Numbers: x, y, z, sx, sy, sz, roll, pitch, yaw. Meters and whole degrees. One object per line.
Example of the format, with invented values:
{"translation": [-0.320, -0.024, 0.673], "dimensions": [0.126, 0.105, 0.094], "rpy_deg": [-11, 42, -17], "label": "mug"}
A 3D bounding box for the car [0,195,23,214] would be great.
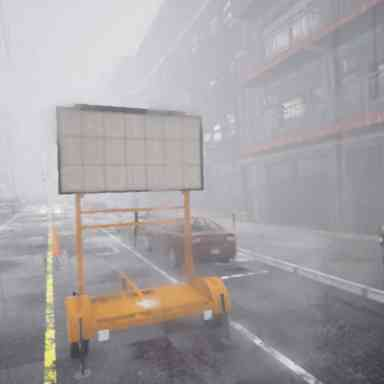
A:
{"translation": [-18.421, 1.370, 33.037], "dimensions": [2.192, 1.841, 5.009], "rpy_deg": [0, 0, -23], "label": "car"}

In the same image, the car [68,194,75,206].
{"translation": [-17.683, 1.381, 51.333], "dimensions": [1.887, 1.381, 4.507], "rpy_deg": [0, 0, -23], "label": "car"}

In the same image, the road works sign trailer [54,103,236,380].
{"translation": [-0.982, 0.405, 5.640], "dimensions": [2.380, 3.560, 2.880], "rpy_deg": [-2, 1, -23], "label": "road works sign trailer"}

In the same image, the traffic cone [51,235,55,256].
{"translation": [-4.760, 1.916, 11.635], "dimensions": [0.340, 0.580, 0.340], "rpy_deg": [-2, 1, -23], "label": "traffic cone"}

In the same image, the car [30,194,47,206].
{"translation": [-24.828, 1.342, 54.461], "dimensions": [2.097, 1.767, 4.553], "rpy_deg": [-2, 1, -23], "label": "car"}

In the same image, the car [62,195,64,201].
{"translation": [-26.421, 1.178, 71.658], "dimensions": [2.192, 1.841, 5.009], "rpy_deg": [0, 0, -23], "label": "car"}

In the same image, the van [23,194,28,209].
{"translation": [-22.773, 1.395, 43.204], "dimensions": [1.690, 1.788, 3.998], "rpy_deg": [0, 0, -23], "label": "van"}

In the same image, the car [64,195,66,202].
{"translation": [-22.029, 1.287, 61.505], "dimensions": [1.967, 1.590, 4.097], "rpy_deg": [0, 0, -23], "label": "car"}

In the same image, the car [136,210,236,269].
{"translation": [-0.272, 1.405, 10.656], "dimensions": [1.887, 1.381, 4.507], "rpy_deg": [0, 0, -23], "label": "car"}

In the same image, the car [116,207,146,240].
{"translation": [-2.516, 1.377, 15.898], "dimensions": [1.752, 1.417, 4.829], "rpy_deg": [0, 0, -23], "label": "car"}

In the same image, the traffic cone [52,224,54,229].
{"translation": [-6.334, 1.910, 15.312], "dimensions": [0.340, 0.580, 0.340], "rpy_deg": [-2, 1, -23], "label": "traffic cone"}

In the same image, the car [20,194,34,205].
{"translation": [-31.478, 1.389, 63.542], "dimensions": [2.192, 1.841, 5.009], "rpy_deg": [0, 0, -23], "label": "car"}

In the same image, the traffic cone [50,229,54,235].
{"translation": [-5.547, 1.913, 13.474], "dimensions": [0.340, 0.580, 0.340], "rpy_deg": [-2, 1, -23], "label": "traffic cone"}

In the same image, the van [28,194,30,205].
{"translation": [-24.950, 1.398, 48.289], "dimensions": [1.690, 1.788, 3.998], "rpy_deg": [0, 0, -23], "label": "van"}

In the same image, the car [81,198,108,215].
{"translation": [-8.978, 1.383, 30.993], "dimensions": [1.887, 1.381, 4.507], "rpy_deg": [0, 0, -23], "label": "car"}

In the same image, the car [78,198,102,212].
{"translation": [-11.155, 1.386, 36.079], "dimensions": [2.008, 1.369, 4.403], "rpy_deg": [0, 0, -23], "label": "car"}

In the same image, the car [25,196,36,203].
{"translation": [-35.830, 1.658, 73.712], "dimensions": [1.947, 1.339, 4.313], "rpy_deg": [0, 0, -23], "label": "car"}

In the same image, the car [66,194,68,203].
{"translation": [-19.859, 1.386, 56.416], "dimensions": [1.887, 1.381, 4.507], "rpy_deg": [0, 0, -23], "label": "car"}

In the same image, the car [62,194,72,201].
{"translation": [-30.774, 1.325, 81.829], "dimensions": [1.967, 1.590, 4.097], "rpy_deg": [0, 0, -23], "label": "car"}

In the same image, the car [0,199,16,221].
{"translation": [-16.178, 1.584, 27.796], "dimensions": [1.752, 1.417, 4.829], "rpy_deg": [0, 0, -23], "label": "car"}
